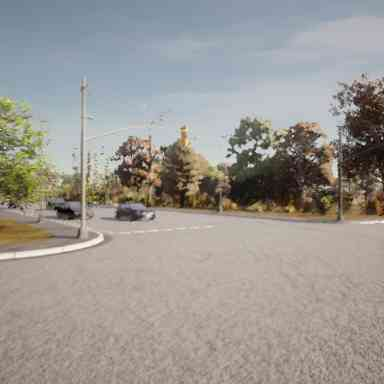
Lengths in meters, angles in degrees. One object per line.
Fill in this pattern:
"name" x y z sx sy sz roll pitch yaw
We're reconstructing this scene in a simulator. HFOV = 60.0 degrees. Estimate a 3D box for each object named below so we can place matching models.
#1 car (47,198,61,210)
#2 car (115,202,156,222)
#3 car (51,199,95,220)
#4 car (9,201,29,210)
"car" -17.562 1.579 43.669 1.882 1.535 5.008 0 0 -39
"car" -4.788 1.599 27.597 1.812 1.442 4.674 0 0 -38
"car" -10.226 1.601 28.894 2.033 1.411 5.357 0 0 -38
"car" -24.102 1.587 46.254 1.882 1.535 5.008 0 -1 -38
